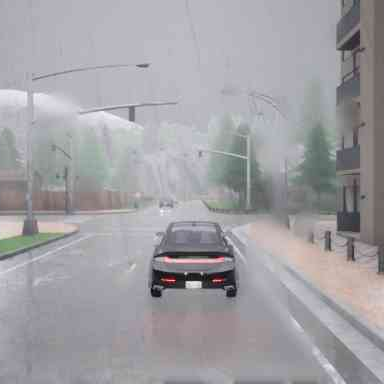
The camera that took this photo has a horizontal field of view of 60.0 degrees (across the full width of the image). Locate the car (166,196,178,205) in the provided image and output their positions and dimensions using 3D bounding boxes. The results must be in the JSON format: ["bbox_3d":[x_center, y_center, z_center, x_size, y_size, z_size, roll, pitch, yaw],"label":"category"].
[{"bbox_3d":[-3.592,1.524,59.328,1.812,1.442,4.674,0,0,1],"label":"car"}]

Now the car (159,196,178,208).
[{"bbox_3d":[-3.609,1.490,47.846,2.128,1.511,4.902,0,0,0],"label":"car"}]

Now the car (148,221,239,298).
[{"bbox_3d":[0.052,1.491,8.534,2.128,1.511,4.902,0,0,0],"label":"car"}]
